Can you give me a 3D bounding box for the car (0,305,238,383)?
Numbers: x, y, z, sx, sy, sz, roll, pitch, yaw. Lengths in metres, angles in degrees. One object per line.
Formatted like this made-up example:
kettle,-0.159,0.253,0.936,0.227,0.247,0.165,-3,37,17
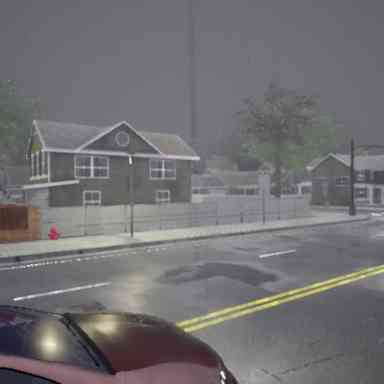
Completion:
car,-1.616,1.565,2.288,4.181,1.385,1.994,-1,0,-35
